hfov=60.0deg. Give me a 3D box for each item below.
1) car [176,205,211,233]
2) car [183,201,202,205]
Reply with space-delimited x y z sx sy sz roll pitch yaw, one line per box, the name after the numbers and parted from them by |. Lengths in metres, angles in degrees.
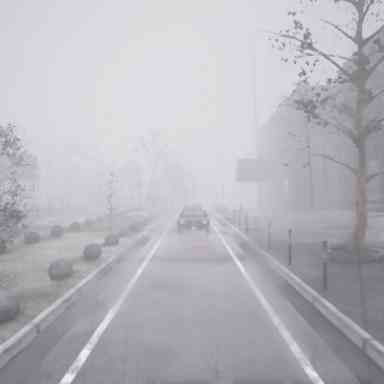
0.091 1.684 20.201 1.895 1.301 4.718 0 0 0 | car
0.086 1.657 35.545 1.882 1.535 5.008 0 -1 0 | car
